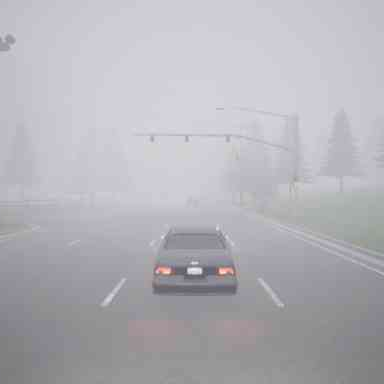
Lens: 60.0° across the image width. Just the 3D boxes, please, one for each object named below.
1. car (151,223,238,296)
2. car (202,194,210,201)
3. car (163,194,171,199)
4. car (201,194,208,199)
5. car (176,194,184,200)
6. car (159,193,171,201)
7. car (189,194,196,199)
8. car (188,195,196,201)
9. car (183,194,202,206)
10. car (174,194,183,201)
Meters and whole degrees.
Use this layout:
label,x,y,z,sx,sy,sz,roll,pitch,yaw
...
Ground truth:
label,x,y,z,sx,sy,sz,roll,pitch,yaw
car,0.072,1.543,8.812,2.033,1.411,5.357,0,0,0
car,3.550,1.452,83.492,1.837,1.490,4.892,0,0,0
car,-6.944,1.340,93.918,1.994,1.385,4.181,0,0,0
car,3.556,1.266,93.912,1.882,1.535,5.008,0,0,0
car,-3.444,1.313,93.916,2.128,1.511,4.902,0,0,0
car,-6.950,1.177,83.528,2.150,2.045,5.566,0,0,0
car,0.056,1.266,93.914,1.882,1.535,5.008,0,0,0
car,0.050,1.492,83.494,2.033,1.411,5.357,0,0,0
car,0.029,1.327,52.851,2.097,1.767,4.553,0,0,0
car,-3.450,1.477,83.913,1.812,1.442,4.674,0,0,0
